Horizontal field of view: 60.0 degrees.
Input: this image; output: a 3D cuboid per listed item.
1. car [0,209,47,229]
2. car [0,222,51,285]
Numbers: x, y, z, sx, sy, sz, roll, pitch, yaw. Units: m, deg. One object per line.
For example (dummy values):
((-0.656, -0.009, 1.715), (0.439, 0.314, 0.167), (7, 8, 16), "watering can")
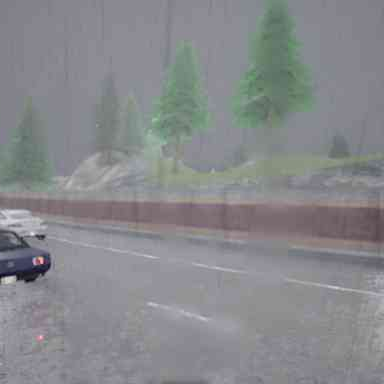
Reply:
((-8.557, 1.559, 15.859), (4.674, 1.442, 1.812), (0, 0, 43), "car")
((-5.665, 1.619, 8.628), (4.718, 1.301, 1.895), (0, 0, 40), "car")
